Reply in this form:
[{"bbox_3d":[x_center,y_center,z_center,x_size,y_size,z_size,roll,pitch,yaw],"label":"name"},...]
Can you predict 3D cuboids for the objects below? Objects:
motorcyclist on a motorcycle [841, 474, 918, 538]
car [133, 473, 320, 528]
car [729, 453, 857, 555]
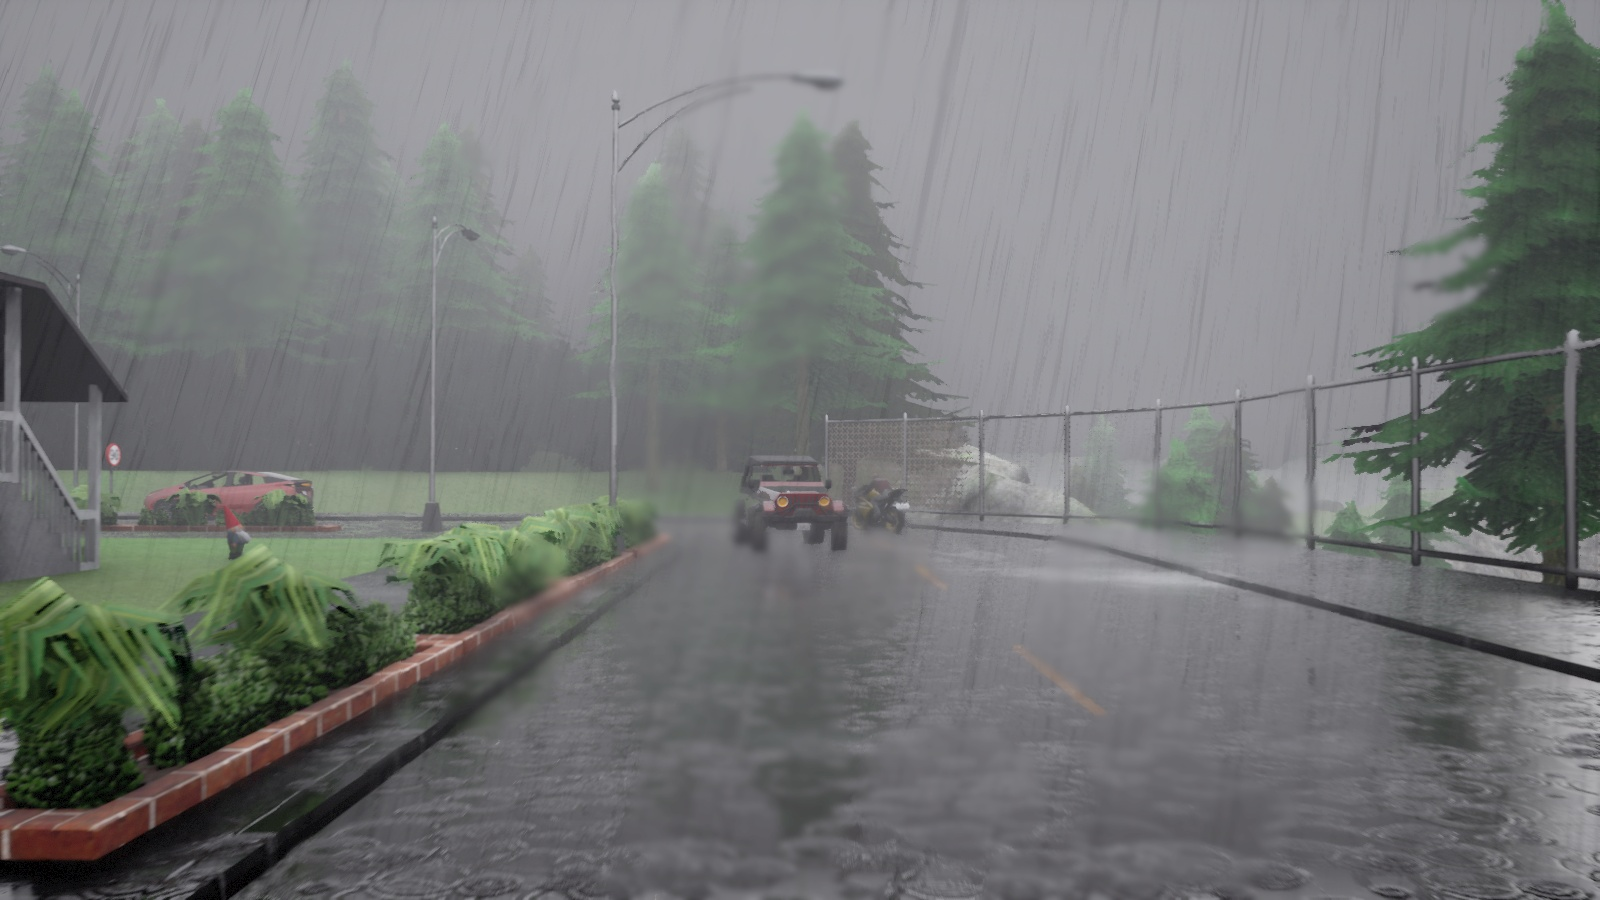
[{"bbox_3d":[1.965,1.371,31.530,0.866,1.530,2.191,-1,-1,-29],"label":"motorcyclist on a motorcycle"},{"bbox_3d":[-16.567,1.438,36.465,4.514,1.525,2.007,0,-1,0],"label":"car"},{"bbox_3d":[-0.222,1.035,25.280,1.905,1.878,3.866,0,-1,-11],"label":"car"}]
